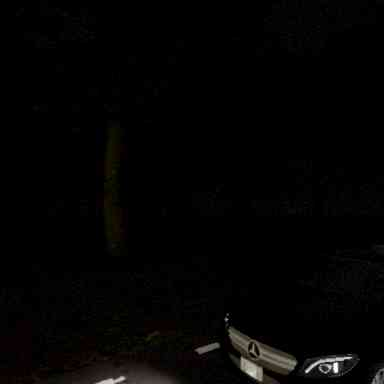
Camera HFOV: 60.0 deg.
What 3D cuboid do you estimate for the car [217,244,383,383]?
[{"bbox_3d":[2.502,1.537,4.714,4.674,1.442,1.812,0,0,-35],"label":"car"}]
